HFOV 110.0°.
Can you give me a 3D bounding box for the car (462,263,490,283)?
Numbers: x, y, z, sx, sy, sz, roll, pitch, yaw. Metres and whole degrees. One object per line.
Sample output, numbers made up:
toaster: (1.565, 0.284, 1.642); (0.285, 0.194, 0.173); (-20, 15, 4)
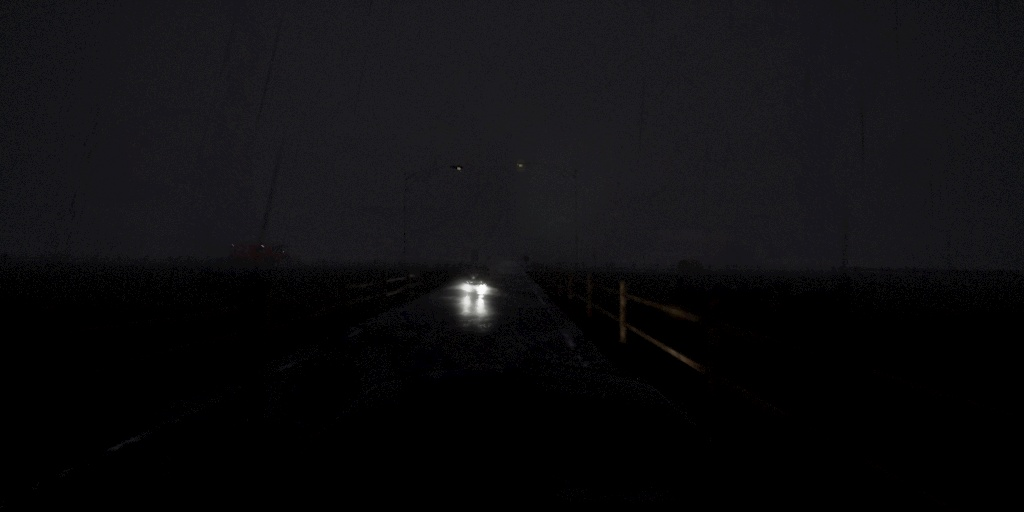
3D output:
car: (-2.844, 1.355, 28.914); (2.128, 1.511, 4.902); (0, 0, 0)
